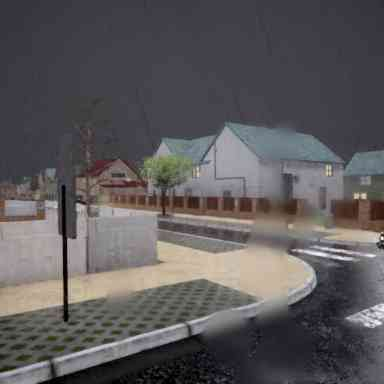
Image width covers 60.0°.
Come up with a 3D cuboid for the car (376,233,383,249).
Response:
[{"bbox_3d":[9.264,1.545,11.553,5.357,1.411,2.033,0,1,-14],"label":"car"}]

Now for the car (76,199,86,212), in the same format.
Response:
[{"bbox_3d":[-13.318,1.467,37.213,1.812,1.442,4.674,-1,1,-37],"label":"car"}]
